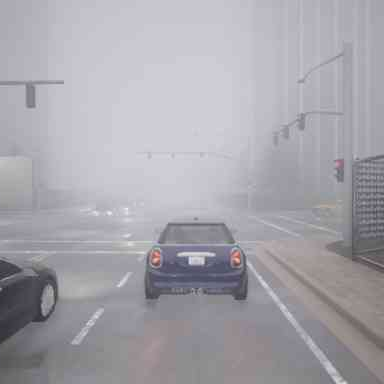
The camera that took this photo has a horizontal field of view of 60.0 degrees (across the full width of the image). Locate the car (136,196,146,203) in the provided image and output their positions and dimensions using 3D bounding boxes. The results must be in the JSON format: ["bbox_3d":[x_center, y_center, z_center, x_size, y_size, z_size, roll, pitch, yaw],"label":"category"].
[{"bbox_3d":[-10.359,1.583,67.199,1.837,1.490,4.892,0,0,0],"label":"car"}]

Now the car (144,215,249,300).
[{"bbox_3d":[0.098,1.356,8.546,2.097,1.767,4.553,0,0,0],"label":"car"}]

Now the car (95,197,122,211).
[{"bbox_3d":[-10.513,1.374,41.265,2.097,1.767,4.553,0,0,0],"label":"car"}]

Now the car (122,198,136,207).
[{"bbox_3d":[-10.484,1.628,51.645,1.895,1.301,4.718,0,0,0],"label":"car"}]

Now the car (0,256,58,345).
[{"bbox_3d":[-3.428,1.508,4.324,1.837,1.490,4.892,0,0,0],"label":"car"}]

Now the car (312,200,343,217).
[{"bbox_3d":[13.329,1.438,29.728,5.008,1.535,1.882,0,0,0],"label":"car"}]
